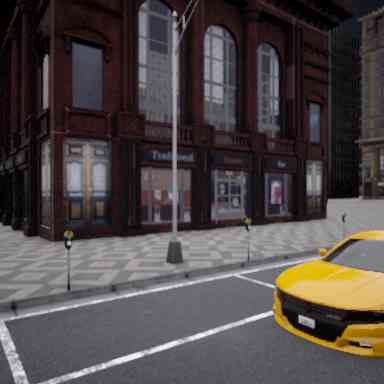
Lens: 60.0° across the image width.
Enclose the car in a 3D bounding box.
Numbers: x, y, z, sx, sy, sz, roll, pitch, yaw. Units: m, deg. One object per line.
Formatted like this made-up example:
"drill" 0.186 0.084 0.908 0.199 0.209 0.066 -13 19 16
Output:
"car" 3.572 1.469 5.938 5.008 1.535 1.882 0 0 -36
